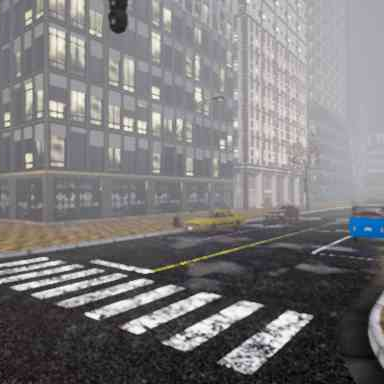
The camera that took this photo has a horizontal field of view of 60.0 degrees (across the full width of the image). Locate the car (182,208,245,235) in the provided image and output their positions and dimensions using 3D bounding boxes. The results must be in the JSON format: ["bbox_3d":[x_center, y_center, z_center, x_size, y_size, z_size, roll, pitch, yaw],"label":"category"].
[{"bbox_3d":[1.384,1.627,19.617,1.752,1.417,4.829,-1,0,38],"label":"car"}]

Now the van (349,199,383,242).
[{"bbox_3d":[8.759,1.387,15.878,1.690,1.788,3.998,-1,0,38],"label":"van"}]

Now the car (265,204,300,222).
[{"bbox_3d":[7.520,1.688,27.318,1.802,1.307,4.206,-1,0,38],"label":"car"}]

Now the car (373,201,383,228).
[{"bbox_3d":[13.746,1.491,22.489,1.967,1.590,4.097,-1,0,38],"label":"car"}]

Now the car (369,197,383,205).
[{"bbox_3d":[34.796,1.703,62.491,2.008,1.369,4.403,-1,0,38],"label":"car"}]

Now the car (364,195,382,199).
[{"bbox_3d":[31.385,1.460,58.096,2.192,1.841,5.009,-1,0,38],"label":"car"}]
